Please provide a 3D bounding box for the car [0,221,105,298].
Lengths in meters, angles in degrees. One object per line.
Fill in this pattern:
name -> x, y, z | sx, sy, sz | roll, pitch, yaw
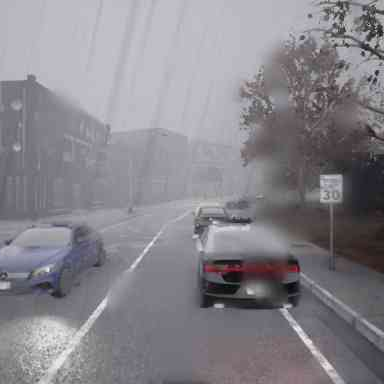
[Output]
car -> -3.593, 1.528, 8.666 | 1.812, 1.442, 4.674 | 0, 0, 0

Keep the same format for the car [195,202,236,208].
car -> 1.042, 1.510, 17.937 | 1.837, 1.490, 4.892 | 0, 0, 1

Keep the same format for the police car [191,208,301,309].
police car -> 1.033, 1.427, 8.091 | 1.930, 1.638, 5.238 | 0, 0, 0

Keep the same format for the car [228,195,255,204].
car -> 8.921, 1.301, 59.966 | 4.902, 1.511, 2.128 | -1, 0, -42

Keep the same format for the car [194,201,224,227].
car -> 1.262, 1.481, 23.783 | 1.882, 1.535, 5.008 | 0, 0, 4

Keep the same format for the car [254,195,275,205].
car -> 12.050, 1.290, 55.330 | 1.837, 1.490, 4.892 | -1, 1, 40

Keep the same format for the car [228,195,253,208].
car -> 6.399, 1.518, 46.172 | 1.895, 1.301, 4.718 | 0, 0, 28
